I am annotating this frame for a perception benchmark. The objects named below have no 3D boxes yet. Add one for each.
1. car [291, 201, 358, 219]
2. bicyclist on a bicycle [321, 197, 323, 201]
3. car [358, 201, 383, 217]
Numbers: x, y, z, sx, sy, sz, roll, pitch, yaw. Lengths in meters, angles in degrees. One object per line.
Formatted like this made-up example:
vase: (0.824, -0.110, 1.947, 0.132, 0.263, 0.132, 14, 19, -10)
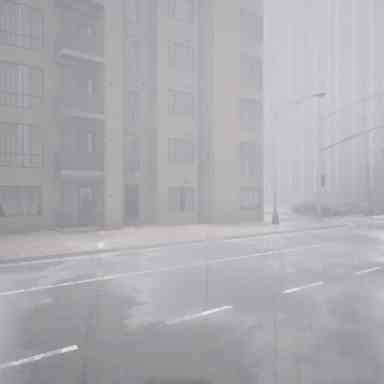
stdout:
car: (11.569, 1.547, 30.035, 2.033, 1.411, 5.357, 0, 0, -34)
bicyclist on a bicycle: (18.319, 1.301, 47.564, 1.656, 1.620, 0.582, 0, 0, -34)
car: (15.502, 1.564, 30.981, 1.994, 1.385, 4.181, 0, 0, -40)
